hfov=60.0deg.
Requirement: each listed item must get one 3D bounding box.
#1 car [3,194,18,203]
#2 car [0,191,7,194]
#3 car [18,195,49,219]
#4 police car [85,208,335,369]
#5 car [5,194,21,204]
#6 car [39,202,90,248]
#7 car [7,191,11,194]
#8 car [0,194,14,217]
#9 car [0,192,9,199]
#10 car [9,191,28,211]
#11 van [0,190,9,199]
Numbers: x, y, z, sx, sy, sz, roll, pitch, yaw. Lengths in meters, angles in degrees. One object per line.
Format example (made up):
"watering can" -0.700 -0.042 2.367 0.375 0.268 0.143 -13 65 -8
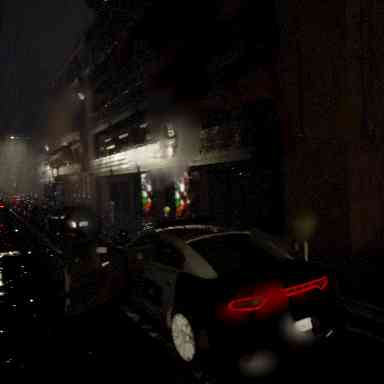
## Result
"car" -29.119 0.980 53.362 1.802 1.307 4.206 -3 2 -32
"car" -23.398 0.851 39.022 2.150 2.045 5.566 -3 2 -31
"car" -11.311 1.183 24.527 2.008 1.369 4.403 -3 2 -32
"police car" -0.149 1.232 5.829 1.930 1.638 5.238 -3 2 -32
"car" -26.151 1.019 48.556 1.802 1.307 4.206 -3 2 -32
"car" -5.373 1.280 14.917 1.947 1.339 4.313 -3 2 -32
"car" -23.192 0.791 43.743 2.192 1.841 5.009 -3 2 -32
"car" -15.456 1.235 26.248 1.837 1.490 4.892 -3 2 -31
"car" -43.960 0.784 77.390 1.947 1.339 4.313 -3 2 -32
"car" -17.251 0.994 34.134 1.967 1.590 4.097 -3 2 -32
"van" -41.001 0.595 72.577 1.690 1.788 3.998 -3 2 -32
